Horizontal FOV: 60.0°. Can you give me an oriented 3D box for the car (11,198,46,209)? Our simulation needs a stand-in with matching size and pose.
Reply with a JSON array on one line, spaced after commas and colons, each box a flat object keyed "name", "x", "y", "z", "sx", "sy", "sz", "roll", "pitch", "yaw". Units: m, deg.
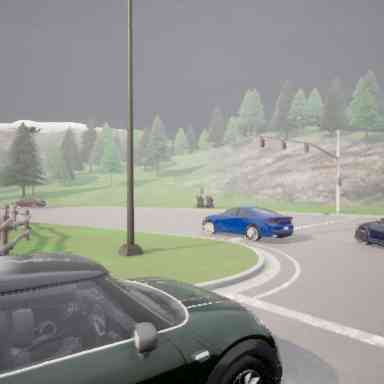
[{"name": "car", "x": -22.220, "y": 1.490, "z": 45.281, "sx": 4.674, "sy": 1.442, "sz": 1.812, "roll": 0, "pitch": 0, "yaw": 10}]

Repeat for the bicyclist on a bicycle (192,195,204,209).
[{"name": "bicyclist on a bicycle", "x": 0.739, "y": 1.198, "z": 40.524, "sx": 0.582, "sy": 1.620, "sz": 1.656, "roll": 0, "pitch": 0, "yaw": 33}]

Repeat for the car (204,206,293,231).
[{"name": "car", "x": 2.555, "y": 1.428, "z": 16.349, "sx": 1.882, "sy": 1.535, "sz": 5.008, "roll": 1, "pitch": -1, "yaw": -37}]

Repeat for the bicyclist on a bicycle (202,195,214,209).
[{"name": "bicyclist on a bicycle", "x": 2.224, "y": 1.195, "z": 39.538, "sx": 0.582, "sy": 1.620, "sz": 1.656, "roll": 0, "pitch": 0, "yaw": 34}]

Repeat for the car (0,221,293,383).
[{"name": "car", "x": -1.272, "y": 1.350, "z": 2.913, "sx": 4.553, "sy": 1.767, "sz": 2.097, "roll": 0, "pitch": 0, "yaw": -37}]

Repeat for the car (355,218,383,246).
[{"name": "car", "x": 8.070, "y": 1.505, "z": 12.485, "sx": 1.994, "sy": 1.385, "sz": 4.181, "roll": 0, "pitch": 0, "yaw": -6}]

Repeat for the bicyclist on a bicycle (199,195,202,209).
[{"name": "bicyclist on a bicycle", "x": 1.854, "y": 1.196, "z": 39.786, "sx": 0.582, "sy": 1.620, "sz": 1.656, "roll": 0, "pitch": 0, "yaw": 34}]

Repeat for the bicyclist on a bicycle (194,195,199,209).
[{"name": "bicyclist on a bicycle", "x": 1.112, "y": 1.197, "z": 40.279, "sx": 0.582, "sy": 1.620, "sz": 1.656, "roll": 0, "pitch": 0, "yaw": 33}]
